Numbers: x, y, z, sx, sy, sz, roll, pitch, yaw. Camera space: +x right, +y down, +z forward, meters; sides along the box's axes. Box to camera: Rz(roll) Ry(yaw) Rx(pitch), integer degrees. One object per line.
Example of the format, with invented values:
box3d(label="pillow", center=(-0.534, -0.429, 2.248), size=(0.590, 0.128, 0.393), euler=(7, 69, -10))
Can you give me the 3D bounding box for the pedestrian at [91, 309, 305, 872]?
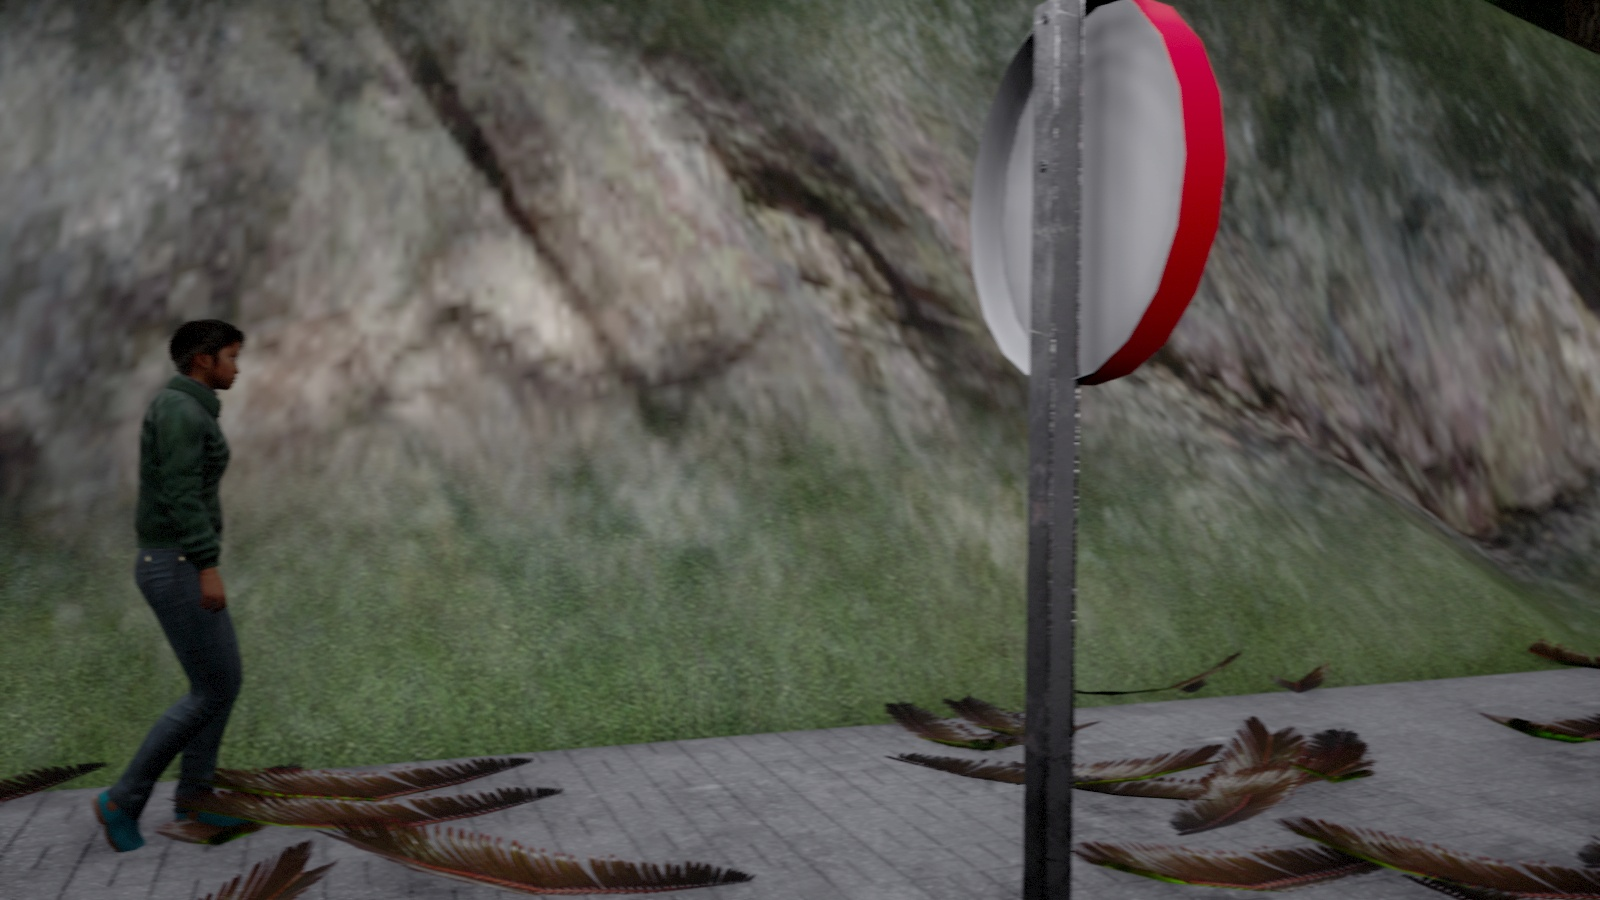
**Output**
box3d(label="pedestrian", center=(-2.076, 0.456, 4.381), size=(0.614, 1.847, 0.353), euler=(-1, 1, -21))
